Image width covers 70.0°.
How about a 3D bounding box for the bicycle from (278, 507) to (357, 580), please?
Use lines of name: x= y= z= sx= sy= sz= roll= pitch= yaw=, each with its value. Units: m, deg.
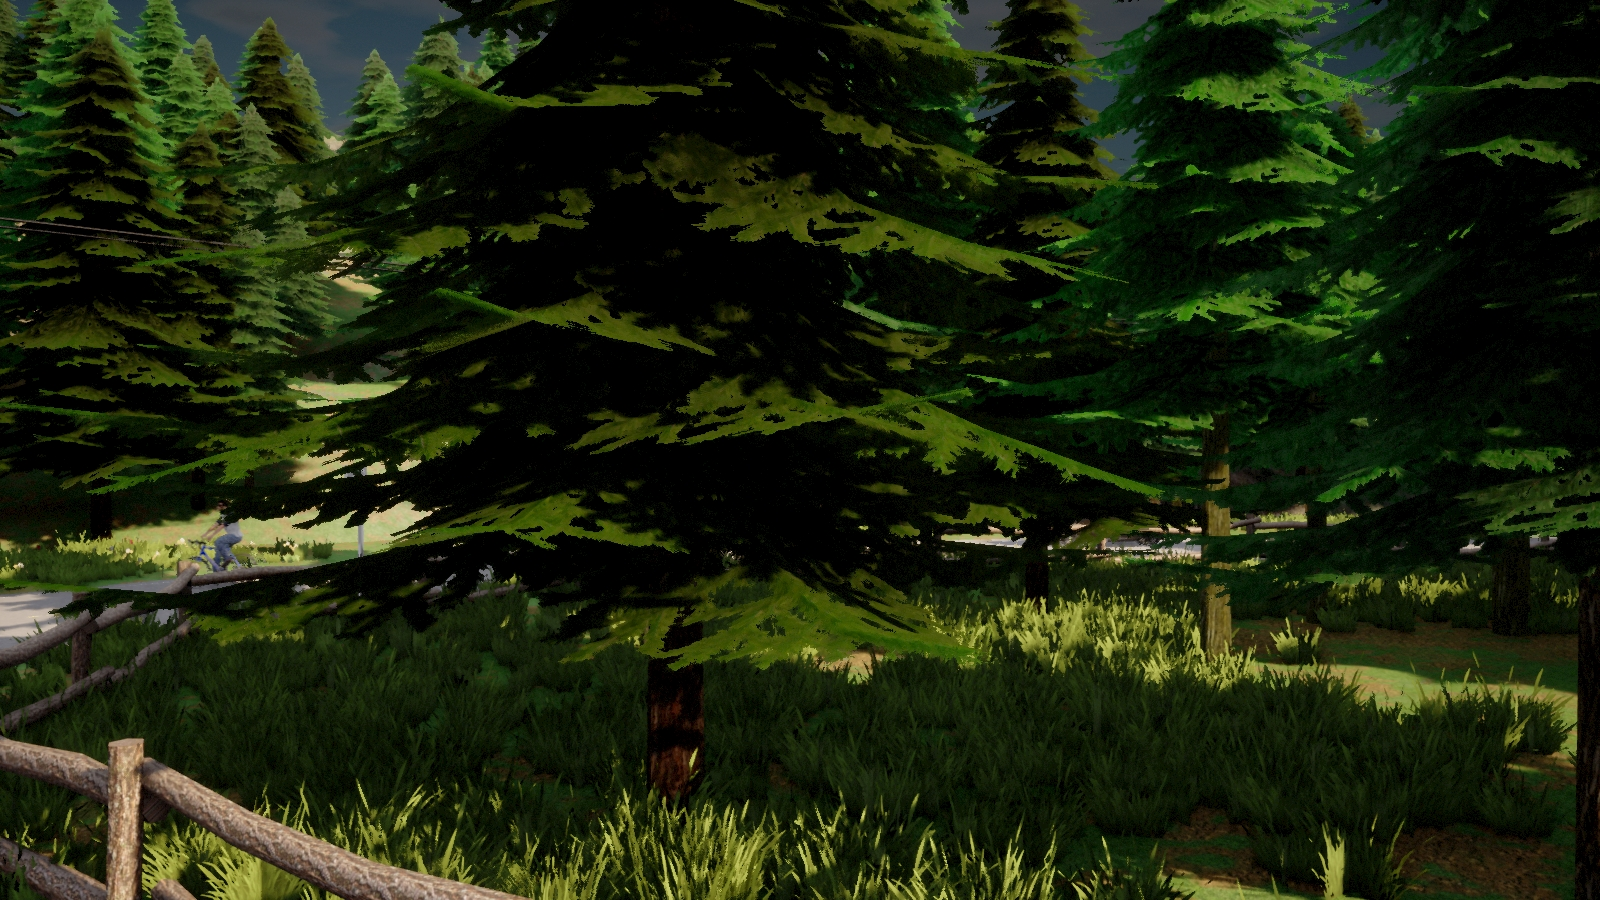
bicycle: x=-10.708 y=2.056 z=25.412 sx=0.373 sy=1.496 sz=1.643 roll=1 pitch=1 yaw=39
